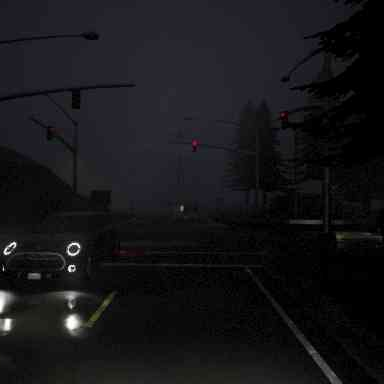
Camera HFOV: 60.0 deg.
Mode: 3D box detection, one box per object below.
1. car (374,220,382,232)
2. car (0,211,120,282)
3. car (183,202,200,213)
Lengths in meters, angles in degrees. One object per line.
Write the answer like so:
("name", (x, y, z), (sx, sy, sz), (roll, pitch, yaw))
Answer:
("car", (14.211, 1.864, 21.256), (4.553, 1.767, 2.097), (0, -1, 0))
("car", (-3.677, 1.427, 10.110), (2.097, 1.767, 4.553), (0, -1, 1))
("car", (-0.097, 2.022, 43.347), (2.128, 1.511, 4.902), (0, -3, 1))
